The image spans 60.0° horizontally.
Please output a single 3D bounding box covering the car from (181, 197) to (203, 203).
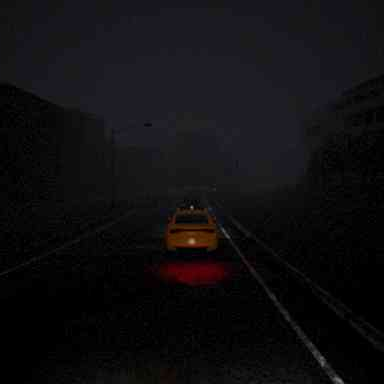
[{"bbox_3d":[-0.004,1.119,28.330,1.994,1.385,4.181,0,2,0],"label":"car"}]

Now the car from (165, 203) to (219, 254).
[{"bbox_3d":[0.003,1.449,13.510,1.882,1.535,5.008,0,1,0],"label":"car"}]

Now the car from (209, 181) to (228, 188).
[{"bbox_3d":[5.787,-1.593,71.859,4.892,1.490,1.837,-3,5,-42],"label":"car"}]
